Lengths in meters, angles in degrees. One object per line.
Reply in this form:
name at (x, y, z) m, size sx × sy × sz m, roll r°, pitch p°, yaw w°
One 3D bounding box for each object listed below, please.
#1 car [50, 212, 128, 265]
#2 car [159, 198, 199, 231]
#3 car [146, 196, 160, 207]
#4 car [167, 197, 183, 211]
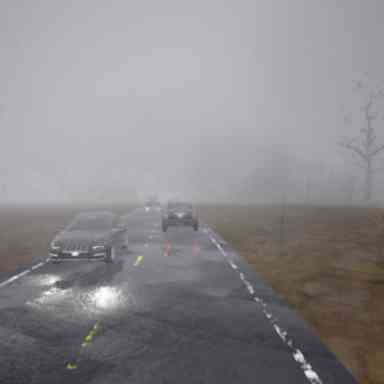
car at (-3.442, 1.519, 11.879) m, size 1.837 × 1.490 × 4.892 m, roll 0°, pitch 0°, yaw -3°
car at (-0.781, 1.367, 20.857) m, size 2.097 × 1.767 × 4.553 m, roll 0°, pitch 0°, yaw -3°
car at (-5.960, 1.398, 51.311) m, size 2.097 × 1.767 × 4.553 m, roll 0°, pitch 0°, yaw -3°
car at (-2.226, 1.513, 42.886) m, size 1.882 × 1.535 × 5.008 m, roll 0°, pitch 0°, yaw -4°
